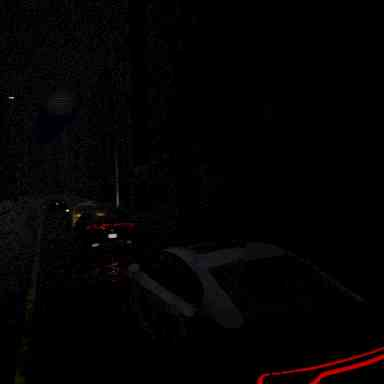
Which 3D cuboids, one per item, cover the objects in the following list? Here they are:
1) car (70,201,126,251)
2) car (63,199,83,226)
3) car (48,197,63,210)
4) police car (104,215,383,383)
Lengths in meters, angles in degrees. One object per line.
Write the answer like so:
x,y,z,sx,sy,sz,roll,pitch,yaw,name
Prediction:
-3.730,1.352,13.716,1.882,1.535,5.008,-2,1,-24,car
-6.221,1.305,19.383,1.801,1.575,5.366,-2,1,-24,car
-16.436,1.344,40.482,1.994,1.385,4.181,-2,1,-23,car
0.248,1.338,4.661,1.930,1.638,5.238,-2,1,-24,police car
